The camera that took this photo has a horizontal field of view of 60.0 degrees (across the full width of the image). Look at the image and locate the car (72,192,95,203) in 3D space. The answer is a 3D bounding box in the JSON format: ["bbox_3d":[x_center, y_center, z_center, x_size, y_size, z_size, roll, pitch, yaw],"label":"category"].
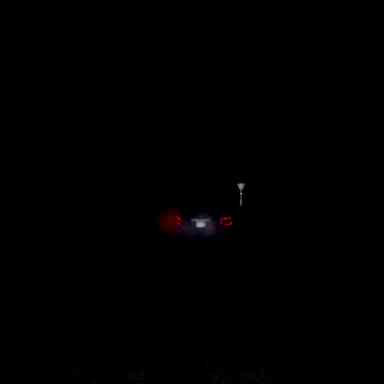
[{"bbox_3d":[-15.328,0.705,46.739,2.128,1.511,4.902,-1,1,-39],"label":"car"}]

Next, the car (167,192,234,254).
[{"bbox_3d":[0.330,1.016,12.618,2.150,2.045,5.566,0,1,1],"label":"car"}]

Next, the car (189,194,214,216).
[{"bbox_3d":[0.870,1.010,28.001,1.882,1.535,5.008,0,1,5],"label":"car"}]

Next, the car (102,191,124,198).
[{"bbox_3d":[-15.267,0.485,64.385,1.994,1.385,4.181,1,1,39],"label":"car"}]
